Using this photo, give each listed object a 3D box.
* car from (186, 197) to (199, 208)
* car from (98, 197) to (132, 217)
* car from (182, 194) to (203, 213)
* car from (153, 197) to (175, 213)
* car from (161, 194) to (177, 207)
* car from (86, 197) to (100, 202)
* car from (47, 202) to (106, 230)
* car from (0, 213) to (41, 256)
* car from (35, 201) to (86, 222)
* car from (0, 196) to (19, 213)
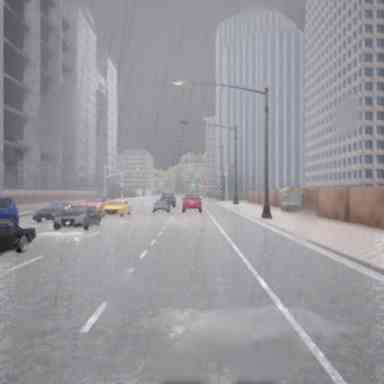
[{"bbox_3d":[0.018,1.549,48.912,1.812,1.442,4.674,0,0,0],"label":"car"},{"bbox_3d":[-7.011,1.493,31.403,1.882,1.535,5.008,0,0,0],"label":"car"},{"bbox_3d":[0.010,1.240,37.573,2.150,2.045,5.566,0,0,0],"label":"car"},{"bbox_3d":[-3.383,1.566,37.891,2.033,1.411,5.357,0,0,-1],"label":"car"},{"bbox_3d":[-3.486,1.246,48.712,2.150,2.045,5.566,0,0,0],"label":"car"},{"bbox_3d":[-10.490,1.369,36.588,2.097,1.767,4.553,0,0,0],"label":"car"},{"bbox_3d":[-7.087,1.574,20.953,1.994,1.385,4.181,0,0,0],"label":"car"},{"bbox_3d":[-7.096,1.606,10.950,1.895,1.301,4.718,0,0,0],"label":"car"},{"bbox_3d":[-10.550,1.560,26.357,2.033,1.411,5.357,0,0,0],"label":"car"},{"bbox_3d":[-10.575,1.229,16.105,2.150,2.045,5.566,0,0,0],"label":"car"}]
